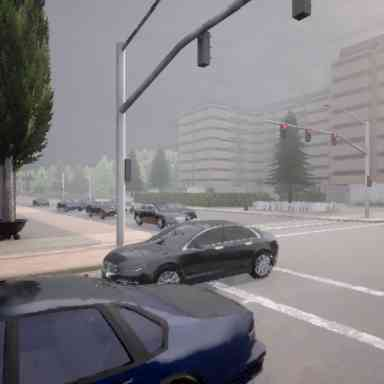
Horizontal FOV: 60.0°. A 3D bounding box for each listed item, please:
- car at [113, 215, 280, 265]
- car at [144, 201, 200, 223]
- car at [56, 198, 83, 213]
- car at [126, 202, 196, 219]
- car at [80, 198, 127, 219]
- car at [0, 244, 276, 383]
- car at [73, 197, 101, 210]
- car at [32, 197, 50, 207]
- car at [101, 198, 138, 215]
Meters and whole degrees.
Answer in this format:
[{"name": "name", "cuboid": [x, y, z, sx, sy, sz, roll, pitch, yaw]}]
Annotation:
[{"name": "car", "cuboid": [0.168, 1.505, 8.484, 4.892, 1.490, 1.837, 0, 0, -36]}, {"name": "car", "cuboid": [-1.785, 1.547, 27.120, 2.033, 1.411, 5.357, 0, 0, -36]}, {"name": "car", "cuboid": [-14.078, 1.547, 38.179, 2.033, 1.411, 5.357, 0, 0, -36]}, {"name": "car", "cuboid": [-2.076, 1.492, 21.528, 2.128, 1.511, 4.902, 0, 0, -35]}, {"name": "car", "cuboid": [-7.779, 1.547, 29.440, 2.033, 1.411, 5.357, 0, 0, -36]}, {"name": "car", "cuboid": [-1.745, 1.547, 2.756, 5.357, 1.411, 2.033, 0, 0, -36]}, {"name": "car", "cuboid": [-13.909, 1.492, 43.946, 2.128, 1.511, 4.902, 0, 0, -36]}, {"name": "car", "cuboid": [-23.111, 1.561, 50.850, 1.837, 1.490, 4.892, 0, 0, -36]}, {"name": "car", "cuboid": [-7.845, 1.492, 35.519, 2.128, 1.511, 4.902, 0, 0, -36]}]
